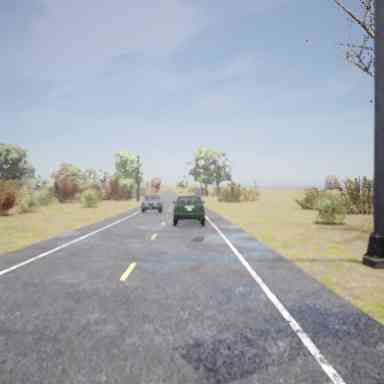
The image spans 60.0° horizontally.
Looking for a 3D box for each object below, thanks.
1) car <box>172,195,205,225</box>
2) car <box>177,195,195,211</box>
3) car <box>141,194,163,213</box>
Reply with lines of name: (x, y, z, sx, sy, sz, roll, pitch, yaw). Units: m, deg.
car: (-0.231, 1.222, 24.062, 2.150, 2.045, 5.566, 0, 0, -1)
car: (-0.847, 1.343, 41.843, 2.097, 1.767, 4.553, 0, 0, -2)
car: (-4.330, 1.220, 36.740, 2.150, 2.045, 5.566, 0, 0, -2)
